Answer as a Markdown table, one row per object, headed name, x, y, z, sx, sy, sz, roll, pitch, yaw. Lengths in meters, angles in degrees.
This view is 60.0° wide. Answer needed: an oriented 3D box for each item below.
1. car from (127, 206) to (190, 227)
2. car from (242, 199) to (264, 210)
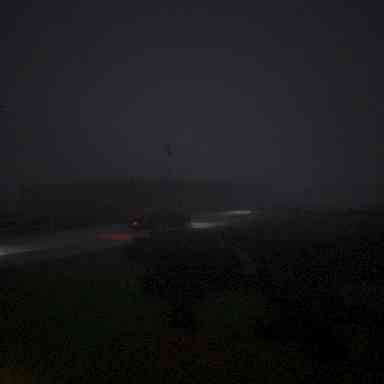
| name | x | y | z | sx | sy | sz | roll | pitch | yaw |
| --- | --- | --- | --- | --- | --- | --- | --- | --- | --- |
| car | -1.970 | 1.619 | 21.029 | 1.882 | 1.535 | 5.008 | -1 | 0 | 31 |
| car | 8.374 | 1.694 | 45.425 | 2.128 | 1.511 | 4.902 | -1 | -1 | 31 |
